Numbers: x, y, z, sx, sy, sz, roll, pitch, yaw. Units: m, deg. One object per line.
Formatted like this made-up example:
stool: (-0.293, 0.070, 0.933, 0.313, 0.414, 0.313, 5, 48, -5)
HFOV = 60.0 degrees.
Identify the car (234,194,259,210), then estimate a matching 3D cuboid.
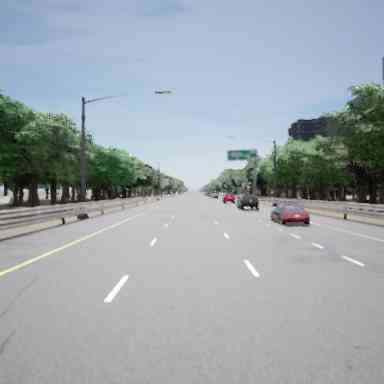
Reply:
car: (7.108, 1.225, 42.733, 2.150, 2.045, 5.566, 0, 0, 0)

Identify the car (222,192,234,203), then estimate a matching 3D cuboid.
car: (7.249, 1.208, 66.266, 2.150, 2.045, 5.566, 0, 0, 0)

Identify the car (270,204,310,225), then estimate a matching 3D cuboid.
car: (7.038, 1.571, 24.212, 1.994, 1.385, 4.181, 0, 0, 0)
